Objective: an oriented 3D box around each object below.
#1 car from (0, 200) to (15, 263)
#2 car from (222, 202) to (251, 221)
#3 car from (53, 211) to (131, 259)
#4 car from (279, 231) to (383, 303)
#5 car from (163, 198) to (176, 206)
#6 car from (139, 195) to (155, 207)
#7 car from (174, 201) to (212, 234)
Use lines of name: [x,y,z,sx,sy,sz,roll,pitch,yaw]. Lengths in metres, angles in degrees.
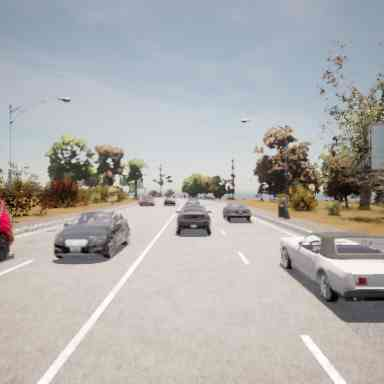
car: [-7.104,1.223,9.035,2.150,2.045,5.566,0,0,0]
car: [3.598,1.552,27.228,2.033,1.411,5.357,0,0,0]
car: [-3.601,1.494,12.723,2.128,1.511,4.902,0,0,0]
car: [3.599,1.602,8.154,1.895,1.301,4.718,0,0,0]
car: [-3.588,1.610,54.195,1.895,1.301,4.718,0,0,0]
car: [-7.077,1.361,52.631,2.097,1.767,4.553,0,0,0]
car: [0.096,1.508,19.480,1.837,1.490,4.892,0,0,0]
